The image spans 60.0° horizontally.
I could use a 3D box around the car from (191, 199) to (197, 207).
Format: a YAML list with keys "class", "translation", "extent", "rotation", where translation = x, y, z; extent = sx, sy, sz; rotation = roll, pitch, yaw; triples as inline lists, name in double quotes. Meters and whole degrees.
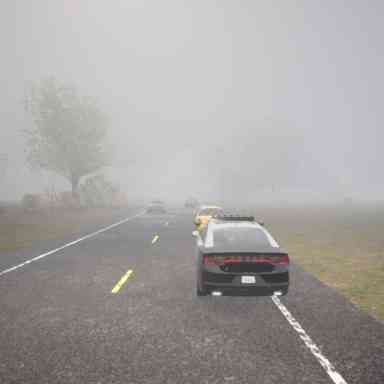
- class: "car"
  translation: [1.043, 1.515, 24.654]
  extent: [1.812, 1.442, 4.674]
  rotation: [0, 0, 0]

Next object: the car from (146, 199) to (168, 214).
- class: "car"
  translation: [-3.611, 1.482, 34.861]
  extent: [1.837, 1.490, 4.892]
  rotation: [0, 0, 0]

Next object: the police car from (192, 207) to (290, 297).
- class: "police car"
  translation: [1.048, 1.423, 8.763]
  extent: [1.930, 1.638, 5.238]
  rotation: [0, 0, 0]

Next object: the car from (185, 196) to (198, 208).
- class: "car"
  translation: [0.021, 1.523, 46.613]
  extent: [1.994, 1.385, 4.181]
  rotation: [0, 0, 1]

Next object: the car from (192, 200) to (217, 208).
- class: "car"
  translation: [1.045, 1.449, 18.843]
  extent: [1.801, 1.575, 5.366]
  rotation: [0, 0, 0]
